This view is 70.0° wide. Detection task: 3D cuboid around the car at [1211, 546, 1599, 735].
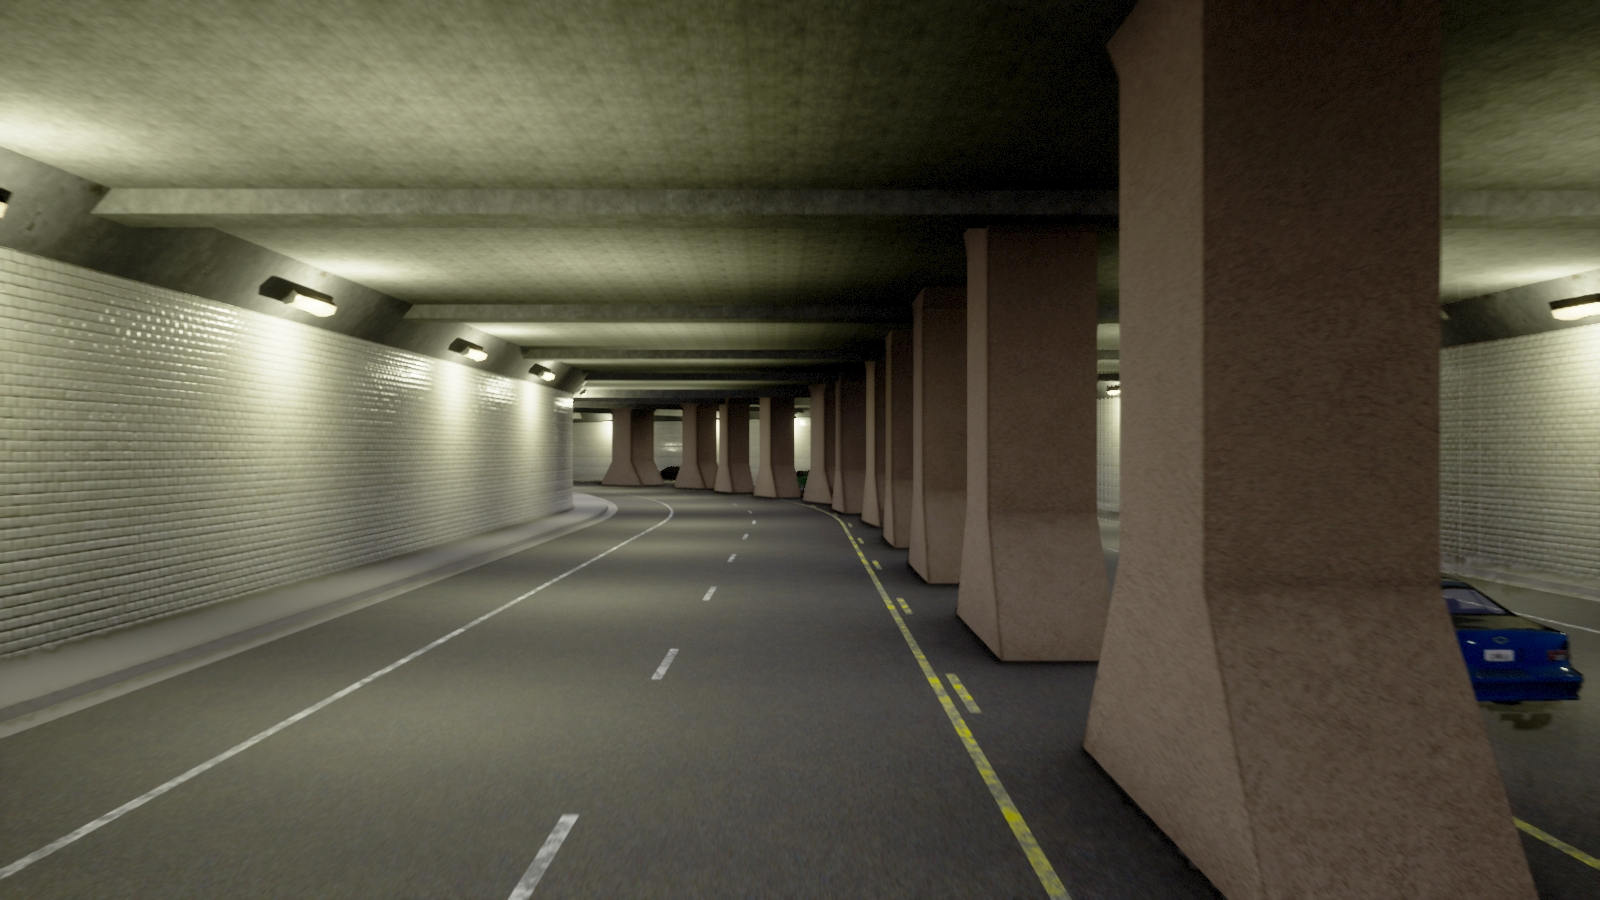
[{"bbox_3d":[6.996,2.106,13.948,2.033,1.411,5.357,0,0,0],"label":"car"}]
